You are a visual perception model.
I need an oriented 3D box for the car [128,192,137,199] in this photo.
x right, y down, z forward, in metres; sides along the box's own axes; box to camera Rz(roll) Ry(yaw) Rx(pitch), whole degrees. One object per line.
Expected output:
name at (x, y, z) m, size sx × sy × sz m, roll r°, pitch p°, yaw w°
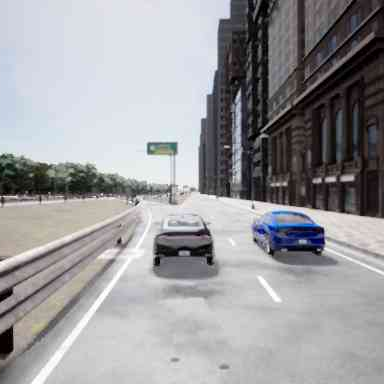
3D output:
car at (-15.855, 1.061, 87.688) m, size 2.150 × 2.045 × 5.566 m, roll 0°, pitch 0°, yaw -15°

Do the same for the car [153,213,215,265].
car at (-0.329, 1.498, 11.696) m, size 2.128 × 1.511 × 4.902 m, roll 0°, pitch 0°, yaw -3°

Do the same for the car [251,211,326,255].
car at (3.653, 1.483, 13.398) m, size 1.882 × 1.535 × 5.008 m, roll 0°, pitch 0°, yaw 0°
